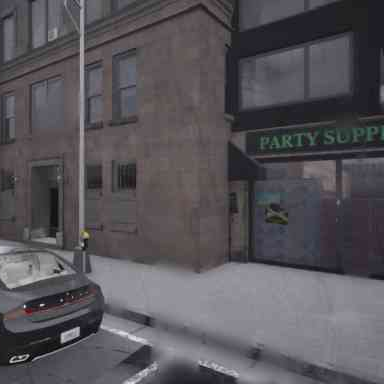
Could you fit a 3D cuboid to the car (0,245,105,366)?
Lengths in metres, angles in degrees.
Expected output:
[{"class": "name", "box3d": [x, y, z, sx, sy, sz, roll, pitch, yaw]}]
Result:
[{"class": "car", "box3d": [-3.297, 1.551, 5.428, 4.403, 1.369, 2.008, 0, 0, 35]}]
